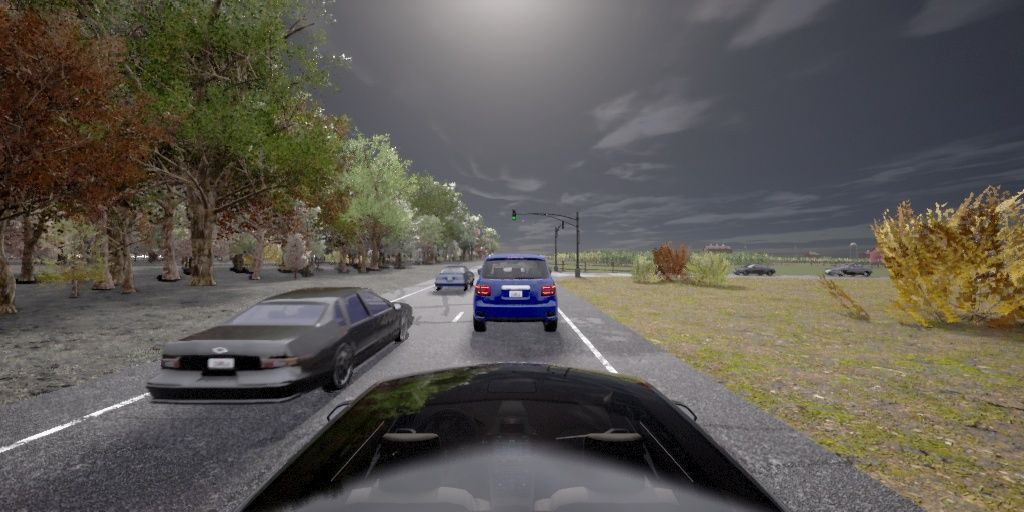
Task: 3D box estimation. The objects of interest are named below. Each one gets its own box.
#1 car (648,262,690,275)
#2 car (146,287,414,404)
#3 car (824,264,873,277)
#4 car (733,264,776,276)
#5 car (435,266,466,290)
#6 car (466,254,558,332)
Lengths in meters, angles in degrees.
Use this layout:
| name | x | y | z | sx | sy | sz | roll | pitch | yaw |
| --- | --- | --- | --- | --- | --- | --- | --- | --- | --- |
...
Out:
| name | x | y | z | sx | sy | sz | roll | pitch | yaw |
| --- | --- | --- | --- | --- | --- | --- | --- | --- | --- |
| car | 19.045 | 1.494 | 43.439 | 5.008 | 1.535 | 1.882 | 1 | -1 | 0 |
| car | -3.403 | 1.299 | 6.695 | 2.033 | 1.411 | 5.357 | 0 | 0 | 0 |
| car | 40.607 | 1.744 | 43.364 | 4.902 | 1.511 | 2.128 | 1 | -1 | 0 |
| car | 29.318 | 1.654 | 43.404 | 4.674 | 1.442 | 1.812 | 1 | -1 | 0 |
| car | -3.431 | 1.302 | 22.197 | 2.033 | 1.411 | 5.357 | 0 | 0 | 0 |
| car | 0.088 | 0.974 | 11.012 | 2.150 | 2.045 | 5.566 | 0 | 0 | 0 |
